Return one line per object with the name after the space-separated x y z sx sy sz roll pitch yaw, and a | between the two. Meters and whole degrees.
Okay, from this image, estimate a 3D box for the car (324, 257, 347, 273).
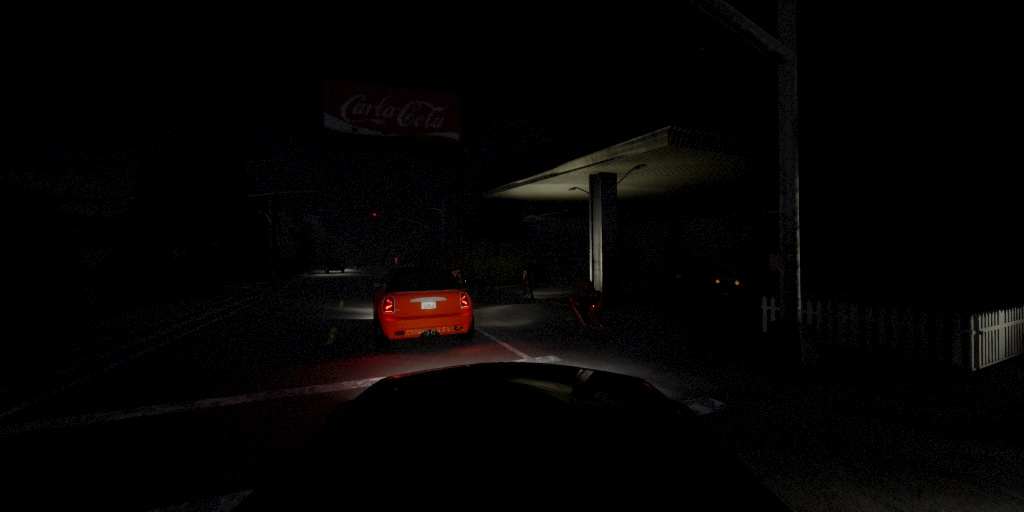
-23.614 1.211 47.848 2.150 2.045 5.566 -1 0 -25 | car

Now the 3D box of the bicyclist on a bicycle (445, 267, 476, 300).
-2.595 1.318 16.371 1.656 1.620 0.582 1 0 37 | bicyclist on a bicycle

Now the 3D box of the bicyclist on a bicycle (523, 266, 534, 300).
0.824 1.332 17.861 0.582 1.620 1.656 -1 0 16 | bicyclist on a bicycle

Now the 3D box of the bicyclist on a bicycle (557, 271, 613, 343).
1.719 1.199 8.651 0.582 1.620 1.656 3 -2 -42 | bicyclist on a bicycle

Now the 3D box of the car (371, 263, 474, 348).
-2.527 1.057 9.444 2.097 1.767 4.553 -1 0 -22 | car

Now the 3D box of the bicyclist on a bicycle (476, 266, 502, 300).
-1.285 1.344 17.750 1.656 1.620 0.582 0 0 -21 | bicyclist on a bicycle
